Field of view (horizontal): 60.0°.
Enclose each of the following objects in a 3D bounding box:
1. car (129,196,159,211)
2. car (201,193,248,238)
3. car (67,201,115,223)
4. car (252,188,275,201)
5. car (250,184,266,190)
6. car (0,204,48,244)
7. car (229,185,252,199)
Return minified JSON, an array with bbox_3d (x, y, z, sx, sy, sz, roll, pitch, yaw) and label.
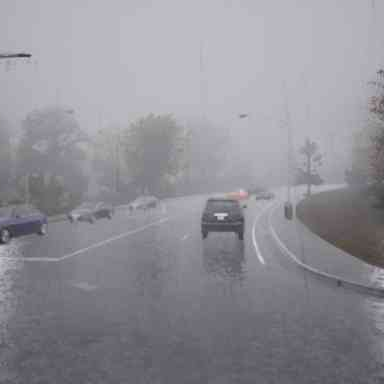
[{"bbox_3d":[-5.071,1.188,35.521,2.128,1.511,4.902,0,2,16],"label":"car"},{"bbox_3d":[1.860,1.310,18.548,2.150,2.045,5.566,0,1,10],"label":"car"},{"bbox_3d":[-7.627,1.493,25.587,2.128,1.511,4.902,0,1,12],"label":"car"},{"bbox_3d":[10.217,0.514,46.279,1.895,1.301,4.718,0,3,26],"label":"car"},{"bbox_3d":[10.956,-0.317,55.583,2.150,2.045,5.566,0,3,30],"label":"car"},{"bbox_3d":[-9.222,1.457,16.523,2.097,1.767,4.553,0,0,8],"label":"car"},{"bbox_3d":[6.415,0.349,46.380,2.097,1.767,4.553,0,3,25],"label":"car"}]
